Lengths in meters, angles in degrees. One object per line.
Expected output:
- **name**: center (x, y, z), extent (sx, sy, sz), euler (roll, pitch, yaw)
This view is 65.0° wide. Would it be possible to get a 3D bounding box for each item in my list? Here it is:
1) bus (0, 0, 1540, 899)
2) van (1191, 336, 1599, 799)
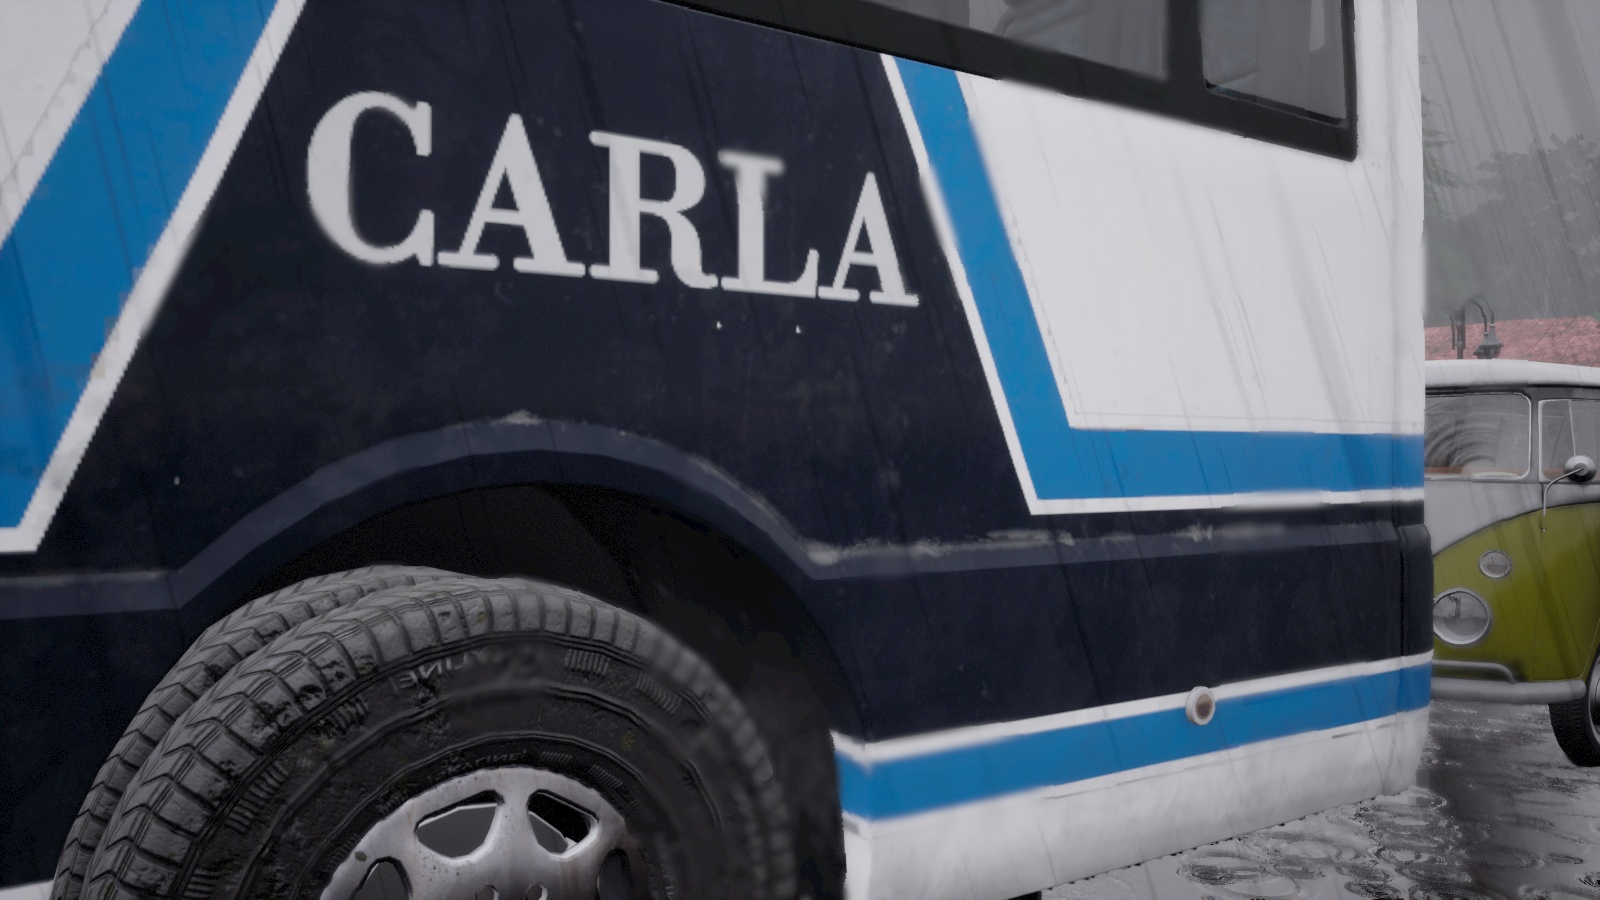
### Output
- **bus**: center (-3.492, -0.620, 1.849), extent (10.273, 4.253, 3.944), euler (0, 0, -35)
- **van**: center (4.460, 0.506, 7.382), extent (4.442, 1.987, 1.775), euler (0, 0, -35)
